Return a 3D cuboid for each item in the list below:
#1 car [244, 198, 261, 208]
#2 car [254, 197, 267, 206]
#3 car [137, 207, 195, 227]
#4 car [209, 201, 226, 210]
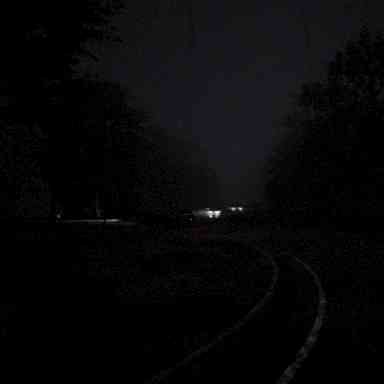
[{"bbox_3d":[11.611,2.325,63.940,1.812,1.442,4.674,-1,-1,21],"label":"car"},{"bbox_3d":[15.396,2.094,74.301,2.097,1.767,4.553,-1,-1,20],"label":"car"},{"bbox_3d":[-2.124,1.895,26.152,4.902,1.511,2.128,-1,-1,32],"label":"car"},{"bbox_3d":[4.301,2.234,54.639,2.128,1.511,4.902,-1,-1,21],"label":"car"}]
